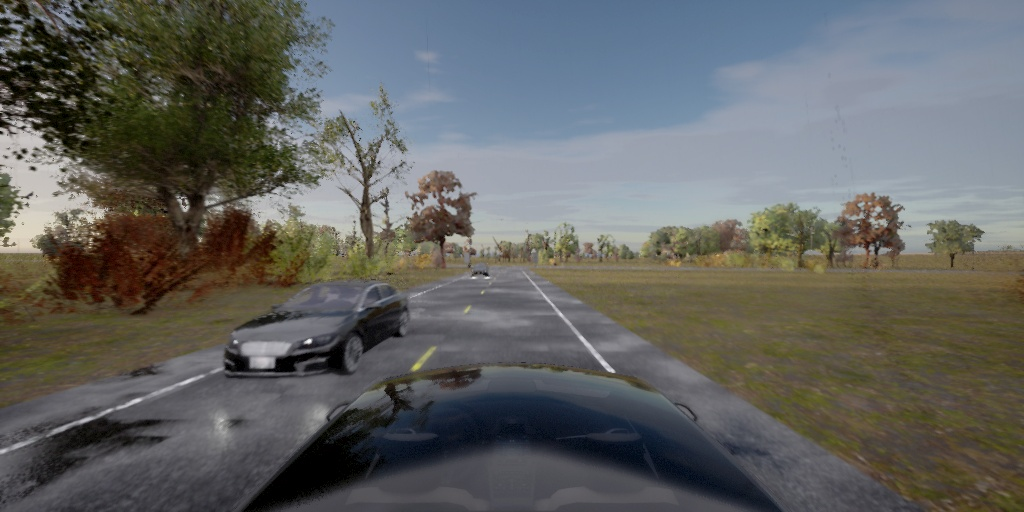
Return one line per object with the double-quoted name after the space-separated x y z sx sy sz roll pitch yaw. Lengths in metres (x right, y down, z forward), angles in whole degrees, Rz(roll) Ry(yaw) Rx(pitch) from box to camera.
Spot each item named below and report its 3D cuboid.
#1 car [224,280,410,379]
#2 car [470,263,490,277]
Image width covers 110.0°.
-3.600 1.293 7.624 2.128 1.511 4.902 0 0 0 "car"
-3.582 1.584 41.045 1.837 1.490 4.892 0 0 0 "car"
